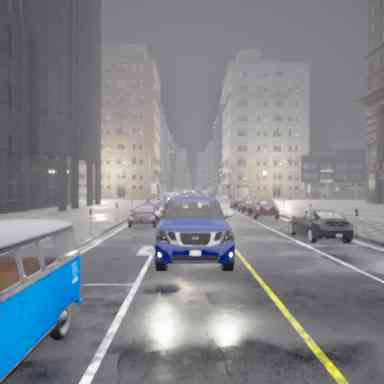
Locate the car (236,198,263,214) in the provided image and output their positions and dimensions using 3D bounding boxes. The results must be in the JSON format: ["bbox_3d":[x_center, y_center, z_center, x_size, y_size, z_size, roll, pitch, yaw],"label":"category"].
[{"bbox_3d":[5.450,1.342,32.133,1.802,1.307,4.206,0,0,-1],"label":"car"}]

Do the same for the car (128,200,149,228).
[{"bbox_3d":[-2.884,1.411,20.734,1.802,1.307,4.206,0,0,-1],"label":"car"}]

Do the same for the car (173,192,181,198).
[{"bbox_3d":[-4.012,0.745,87.234,1.947,1.339,4.313,0,1,-1],"label":"car"}]

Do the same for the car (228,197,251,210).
[{"bbox_3d":[5.354,1.256,37.771,1.887,1.381,4.507,0,0,-1],"label":"car"}]

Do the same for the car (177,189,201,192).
[{"bbox_3d":[-0.378,0.880,41.547,2.150,2.045,5.566,0,1,-1],"label":"car"}]

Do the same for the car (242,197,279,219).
[{"bbox_3d":[5.546,1.249,26.493,1.967,1.590,4.097,0,0,-1],"label":"car"}]

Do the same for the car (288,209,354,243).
[{"bbox_3d":[5.737,1.454,15.218,2.008,1.369,4.403,0,0,-1],"label":"car"}]

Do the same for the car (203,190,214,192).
[{"bbox_3d":[4.611,0.585,81.695,2.192,1.841,5.009,0,1,-1],"label":"car"}]

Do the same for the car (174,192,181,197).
[{"bbox_3d":[-4.104,0.642,92.717,1.752,1.417,4.829,0,1,-1],"label":"car"}]

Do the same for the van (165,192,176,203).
[{"bbox_3d":[-3.458,0.876,54.567,1.690,1.788,3.998,0,0,-1],"label":"van"}]

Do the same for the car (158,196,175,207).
[{"bbox_3d":[-3.267,1.201,43.290,1.947,1.339,4.313,0,0,-1],"label":"car"}]

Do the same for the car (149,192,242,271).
[{"bbox_3d":[0.043,1.139,10.994,2.150,2.045,5.566,0,0,-1],"label":"car"}]

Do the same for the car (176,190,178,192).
[{"bbox_3d":[-3.362,0.901,48.927,2.192,1.841,5.009,0,0,-1],"label":"car"}]

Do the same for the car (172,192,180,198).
[{"bbox_3d":[-3.913,0.770,81.410,1.752,1.417,4.829,0,1,-1],"label":"car"}]

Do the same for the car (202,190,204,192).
[{"bbox_3d":[4.418,0.687,93.008,1.887,1.381,4.507,0,1,-1],"label":"car"}]

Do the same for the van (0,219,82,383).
[{"bbox_3d":[-2.596,1.305,3.816,1.690,1.788,3.998,0,0,-1],"label":"van"}]
